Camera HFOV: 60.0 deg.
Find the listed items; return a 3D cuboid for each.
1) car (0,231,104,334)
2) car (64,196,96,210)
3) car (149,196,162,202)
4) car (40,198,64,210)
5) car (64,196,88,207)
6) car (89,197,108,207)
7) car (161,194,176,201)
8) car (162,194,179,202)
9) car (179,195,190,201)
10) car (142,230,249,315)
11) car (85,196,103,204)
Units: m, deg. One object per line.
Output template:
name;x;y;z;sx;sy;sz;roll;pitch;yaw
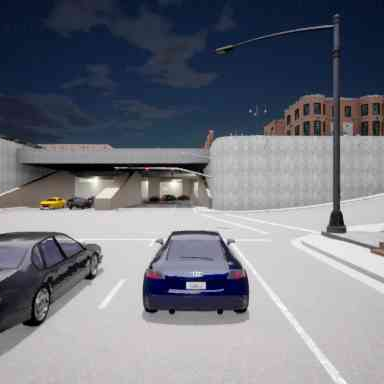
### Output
car;-3.426;1.547;6.977;2.033;1.411;5.357;0;0;0
car;-14.809;1.547;44.306;2.033;1.411;5.357;0;0;-1
car;-8.291;1.540;74.893;2.033;1.411;5.357;0;0;6
car;-18.297;1.477;43.904;1.882;1.535;5.008;0;0;-1
car;-18.531;1.491;53.369;2.128;1.511;4.902;0;0;-1
car;-15.039;1.525;53.757;1.812;1.442;4.674;0;0;-1
car;-5.951;1.355;84.943;2.097;1.767;4.553;0;0;24
car;-4.772;1.355;75.186;2.097;1.767;4.553;0;0;6
car;-2.145;1.524;84.982;1.812;1.442;4.674;0;0;28
car;0.075;1.564;7.676;1.994;1.385;4.181;0;0;0
car;-18.737;1.491;63.635;2.128;1.511;4.902;0;0;-1
